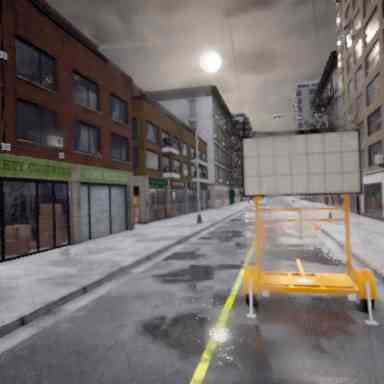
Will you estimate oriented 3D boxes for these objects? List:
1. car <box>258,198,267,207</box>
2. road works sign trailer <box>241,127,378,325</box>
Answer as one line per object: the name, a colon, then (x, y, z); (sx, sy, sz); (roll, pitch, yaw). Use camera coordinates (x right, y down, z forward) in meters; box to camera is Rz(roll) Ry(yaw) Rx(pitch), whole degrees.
car: (12.052, 1.838, 58.134); (1.812, 1.442, 4.674); (-2, -1, 14)
road works sign trailer: (2.341, 0.474, 7.213); (2.380, 3.560, 2.880); (-2, -1, 14)
